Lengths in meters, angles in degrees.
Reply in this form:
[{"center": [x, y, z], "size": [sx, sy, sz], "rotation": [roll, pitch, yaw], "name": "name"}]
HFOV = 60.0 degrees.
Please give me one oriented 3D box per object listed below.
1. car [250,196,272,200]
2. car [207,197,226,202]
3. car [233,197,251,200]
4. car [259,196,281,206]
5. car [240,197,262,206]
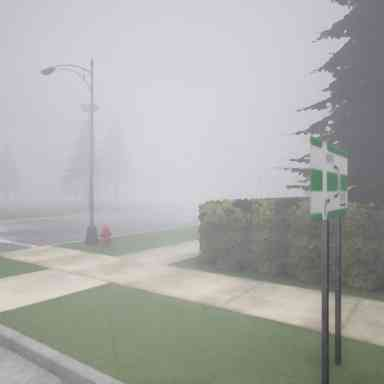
[{"center": [10.108, 1.525, 45.311], "size": [1.812, 1.442, 4.674], "rotation": [0, 0, 36], "name": "car"}, {"center": [4.137, 1.477, 49.005], "size": [1.882, 1.535, 5.008], "rotation": [0, 0, 37], "name": "car"}, {"center": [7.248, 1.477, 47.330], "size": [1.882, 1.535, 5.008], "rotation": [0, 0, 36], "name": "car"}, {"center": [13.073, 1.477, 55.453], "size": [1.882, 1.535, 5.008], "rotation": [0, 0, 36], "name": "car"}, {"center": [10.238, 1.564, 57.506], "size": [1.994, 1.385, 4.181], "rotation": [0, 0, 36], "name": "car"}]
